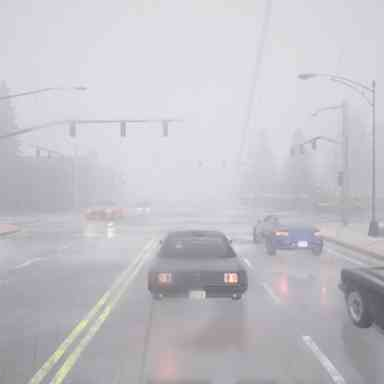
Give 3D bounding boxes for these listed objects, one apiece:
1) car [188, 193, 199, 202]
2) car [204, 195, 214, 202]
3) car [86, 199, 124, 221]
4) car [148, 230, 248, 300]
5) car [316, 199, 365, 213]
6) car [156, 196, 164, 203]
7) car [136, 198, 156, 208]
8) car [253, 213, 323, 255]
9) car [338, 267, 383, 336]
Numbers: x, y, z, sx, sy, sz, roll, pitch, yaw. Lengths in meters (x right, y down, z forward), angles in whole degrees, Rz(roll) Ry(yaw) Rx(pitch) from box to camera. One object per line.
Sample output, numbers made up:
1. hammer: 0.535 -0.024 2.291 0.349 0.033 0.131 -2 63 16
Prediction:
1. car: 0.290 1.275 74.915 2.150 2.045 5.566 0 0 0
2. car: 3.794 1.405 75.022 2.097 1.767 4.553 0 0 0
3. car: -7.000 1.370 27.019 2.097 1.767 4.553 0 0 0
4. car: 0.095 1.607 8.344 1.895 1.301 4.718 0 0 0
5. car: 16.062 1.502 36.123 5.008 1.535 1.882 0 0 0
6. car: -6.742 1.573 68.589 1.812 1.442 4.674 0 0 0
7. car: -6.911 1.597 48.908 1.994 1.385 4.181 0 0 0
8. car: 3.630 1.535 13.137 1.812 1.442 4.674 0 0 0
9. car: 3.611 1.604 4.034 1.895 1.301 4.718 0 0 0
